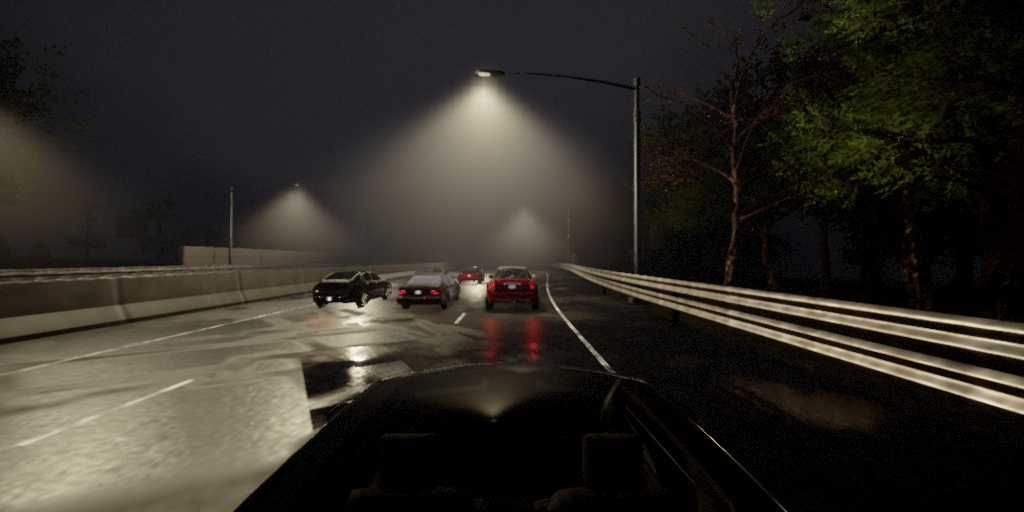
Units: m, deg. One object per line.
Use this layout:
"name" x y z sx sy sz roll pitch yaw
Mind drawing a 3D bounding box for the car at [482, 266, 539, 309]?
"car" 0.010 1.235 15.923 2.097 1.767 4.553 0 -1 0

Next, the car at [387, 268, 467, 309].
"car" -3.491 1.431 15.837 2.033 1.411 5.357 0 -1 0

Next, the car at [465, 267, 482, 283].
"car" -3.478 1.601 31.160 1.994 1.385 4.181 0 -1 0

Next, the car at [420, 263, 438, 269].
"car" -6.983 1.581 30.839 2.033 1.411 5.357 0 -1 0

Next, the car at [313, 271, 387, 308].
"car" -6.989 1.395 16.154 1.837 1.490 4.892 0 0 0
